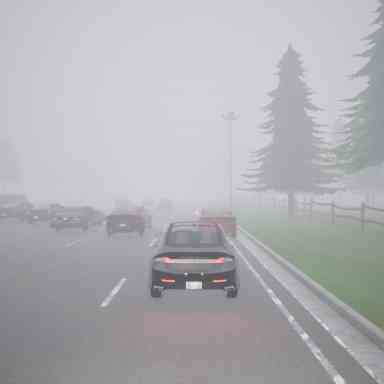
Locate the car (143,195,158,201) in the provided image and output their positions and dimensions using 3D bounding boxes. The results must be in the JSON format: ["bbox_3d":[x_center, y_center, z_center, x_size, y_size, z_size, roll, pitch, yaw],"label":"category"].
[{"bbox_3d":[-6.887,1.600,53.465,1.895,1.301,4.718,0,0,0],"label":"car"}]

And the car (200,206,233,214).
[{"bbox_3d":[1.229,1.477,17.839,1.882,1.535,5.008,0,0,0],"label":"car"}]

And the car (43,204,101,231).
[{"bbox_3d":[-6.896,1.547,20.636,2.033,1.411,5.357,0,0,0],"label":"car"}]

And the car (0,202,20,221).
[{"bbox_3d":[-13.907,1.525,27.063,1.812,1.442,4.674,0,0,0],"label":"car"}]

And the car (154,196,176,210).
[{"bbox_3d":[-3.389,1.546,43.479,2.033,1.411,5.357,0,0,0],"label":"car"}]

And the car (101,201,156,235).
[{"bbox_3d":[-3.396,1.477,18.759,1.882,1.535,5.008,0,0,0],"label":"car"}]

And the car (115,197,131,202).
[{"bbox_3d":[-10.387,1.476,50.449,1.882,1.535,5.008,0,0,0],"label":"car"}]

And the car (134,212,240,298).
[{"bbox_3d":[0.054,1.491,8.498,2.128,1.511,4.902,0,0,0],"label":"car"}]

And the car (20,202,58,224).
[{"bbox_3d":[-10.408,1.525,24.518,1.812,1.442,4.674,0,0,0],"label":"car"}]
